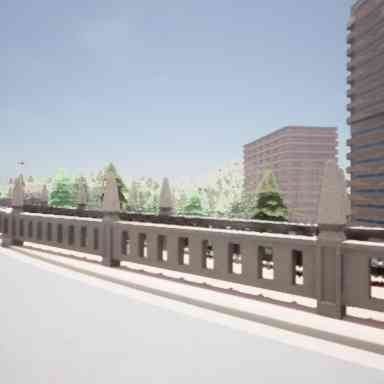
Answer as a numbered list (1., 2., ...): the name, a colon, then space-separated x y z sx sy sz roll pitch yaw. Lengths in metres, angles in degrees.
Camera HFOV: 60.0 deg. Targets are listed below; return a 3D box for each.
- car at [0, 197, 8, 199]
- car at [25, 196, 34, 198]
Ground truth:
1. car: -36.124 1.689 63.583 2.128 1.511 4.902 0 0 -9
2. car: -38.744 1.582 79.414 1.882 1.535 5.008 0 0 -9
